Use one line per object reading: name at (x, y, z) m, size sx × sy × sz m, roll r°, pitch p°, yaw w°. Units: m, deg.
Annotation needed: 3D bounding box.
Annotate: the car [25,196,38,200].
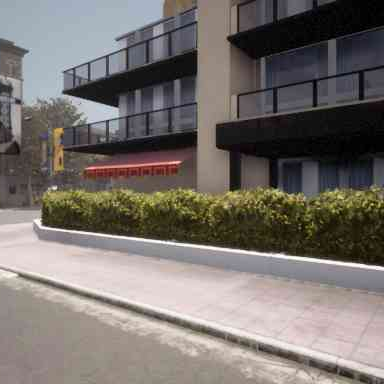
car at (-34.532, 1.481, 68.325) m, size 4.892 × 1.521 × 2.231 m, roll 0°, pitch 0°, yaw 37°
